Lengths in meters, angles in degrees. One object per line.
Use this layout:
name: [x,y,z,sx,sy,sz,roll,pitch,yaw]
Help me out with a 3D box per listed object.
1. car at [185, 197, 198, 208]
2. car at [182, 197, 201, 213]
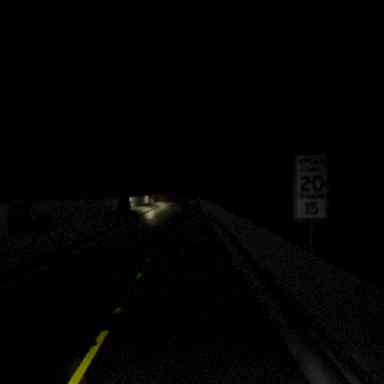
car: [-0.082,1.465,48.111,1.837,1.490,4.892,0,1,0]
car: [-0.074,1.421,35.755,1.882,1.535,5.008,0,0,0]
